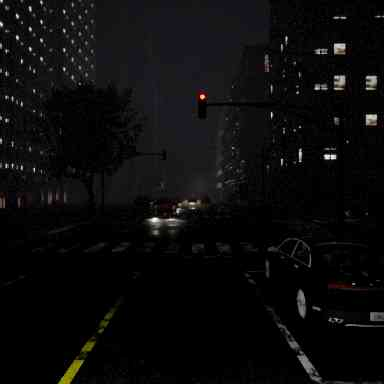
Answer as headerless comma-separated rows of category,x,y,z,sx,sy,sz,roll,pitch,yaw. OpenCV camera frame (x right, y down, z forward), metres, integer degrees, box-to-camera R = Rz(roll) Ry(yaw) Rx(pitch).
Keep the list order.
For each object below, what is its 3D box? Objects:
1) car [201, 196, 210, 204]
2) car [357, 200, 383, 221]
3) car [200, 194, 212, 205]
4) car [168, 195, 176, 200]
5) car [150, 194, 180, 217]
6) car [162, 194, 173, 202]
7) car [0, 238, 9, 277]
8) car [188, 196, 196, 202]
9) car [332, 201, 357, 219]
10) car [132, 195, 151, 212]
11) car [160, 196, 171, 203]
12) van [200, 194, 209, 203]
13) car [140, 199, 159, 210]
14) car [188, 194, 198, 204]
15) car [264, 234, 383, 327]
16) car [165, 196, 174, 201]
car,2.666,1.578,67.122,1.752,1.417,4.829,0,0,0
car,14.931,1.283,23.796,4.892,1.490,1.837,-1,0,-1
car,2.668,1.611,61.429,1.947,1.339,4.313,0,0,0
car,-5.724,1.654,94.564,2.008,1.369,4.403,0,0,0
car,-2.582,1.365,31.037,2.097,1.767,4.553,0,0,-7
car,-5.719,1.386,77.995,2.192,1.841,5.009,0,0,0
car,-5.694,1.545,6.947,1.887,1.381,4.507,0,0,0
car,-0.027,1.668,78.942,1.895,1.301,4.718,0,0,0
car,13.416,1.350,26.359,4.403,1.369,2.008,-1,1,-1
car,-5.706,1.336,39.335,2.192,1.841,5.009,0,0,0
car,-5.716,1.627,72.473,1.947,1.339,4.313,0,0,0
van,2.664,1.402,72.475,1.690,1.788,3.998,0,0,0
car,-5.707,1.592,44.858,1.947,1.339,4.313,0,0,0
car,0.076,1.653,67.007,1.895,1.301,4.718,0,0,0
car,2.686,1.551,6.950,2.008,1.369,4.403,0,0,0
car,-5.720,1.632,83.518,2.008,1.369,4.403,0,0,0
